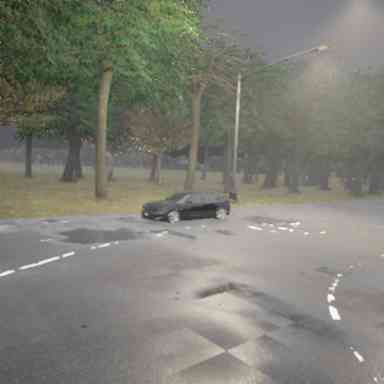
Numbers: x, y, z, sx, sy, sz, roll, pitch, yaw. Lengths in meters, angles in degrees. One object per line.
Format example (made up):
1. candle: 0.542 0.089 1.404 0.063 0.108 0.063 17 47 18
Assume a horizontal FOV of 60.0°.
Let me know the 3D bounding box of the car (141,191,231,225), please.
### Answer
1. car: -0.176 0.716 16.885 5.008 1.535 1.882 -1 5 -40
